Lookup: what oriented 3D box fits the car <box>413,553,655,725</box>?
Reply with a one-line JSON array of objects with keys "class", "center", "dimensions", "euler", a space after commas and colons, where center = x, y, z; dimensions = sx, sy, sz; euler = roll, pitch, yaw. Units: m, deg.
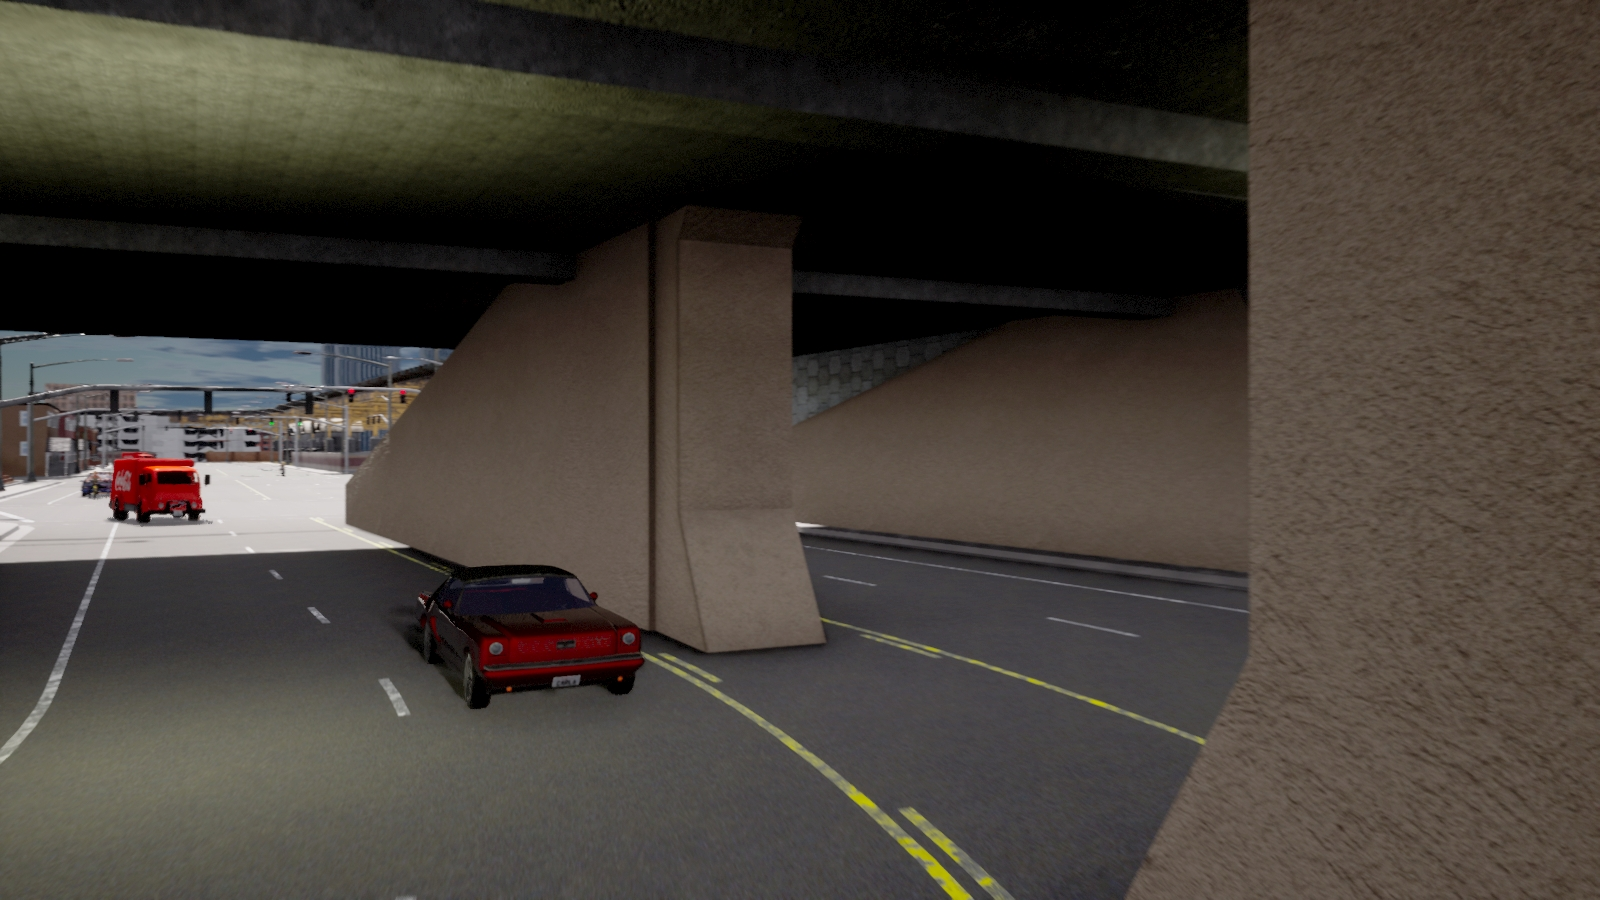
[{"class": "car", "center": [-3.482, 2.157, 14.190], "dimensions": [1.895, 1.301, 4.718], "euler": [0, 0, -26]}]

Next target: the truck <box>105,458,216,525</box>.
[{"class": "truck", "center": [-25.566, 1.584, 45.575], "dimensions": [2.627, 2.467, 5.204], "euler": [1, -1, -43]}]
